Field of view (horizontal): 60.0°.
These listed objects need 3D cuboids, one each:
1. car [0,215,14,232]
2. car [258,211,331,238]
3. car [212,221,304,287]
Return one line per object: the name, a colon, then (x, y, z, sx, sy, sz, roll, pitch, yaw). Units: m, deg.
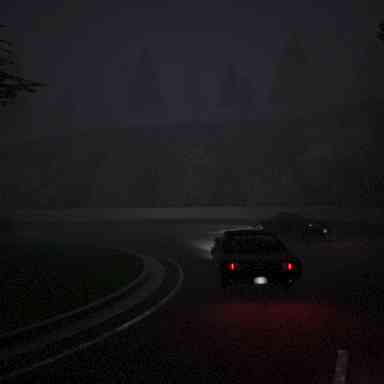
car: (-14.161, 2.078, 21.523, 4.674, 1.442, 1.812, 0, -2, -23)
car: (5.513, 1.822, 18.735, 1.812, 1.442, 4.674, 1, -2, -31)
car: (1.627, 1.773, 9.842, 1.895, 1.301, 4.718, -1, -1, 1)
